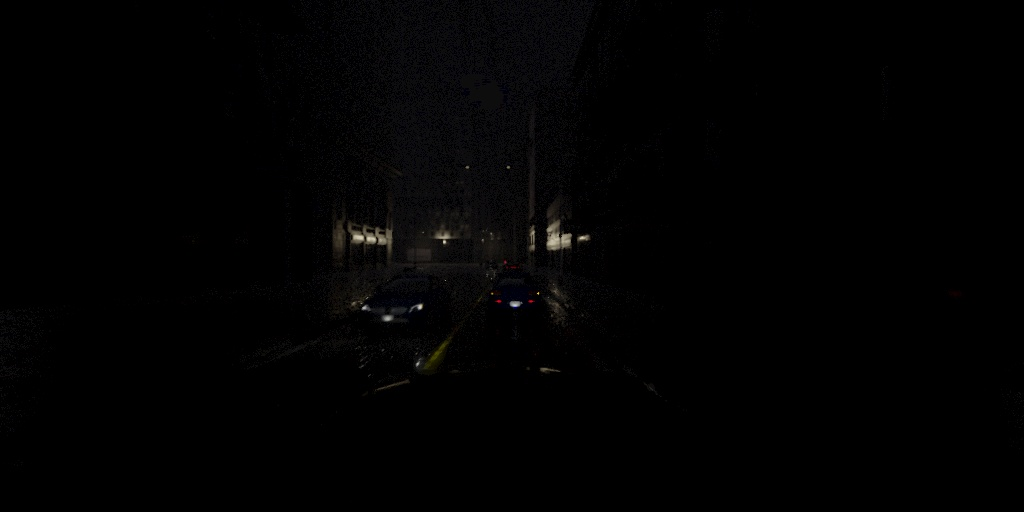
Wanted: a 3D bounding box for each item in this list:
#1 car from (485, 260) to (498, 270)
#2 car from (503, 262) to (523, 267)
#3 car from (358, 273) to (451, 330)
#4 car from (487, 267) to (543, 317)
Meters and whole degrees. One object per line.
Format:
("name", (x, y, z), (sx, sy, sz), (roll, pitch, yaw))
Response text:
("car", (-3.087, 1.319, 54.572), (2.128, 1.511, 4.902), (0, 0, 0))
("car", (0.084, 1.292, 35.777), (2.128, 1.511, 4.902), (0, 0, 0))
("car", (-3.105, 1.290, 11.278), (1.812, 1.442, 4.674), (0, 0, 0))
("car", (0.093, 1.293, 13.235), (1.812, 1.442, 4.674), (0, 0, 0))
